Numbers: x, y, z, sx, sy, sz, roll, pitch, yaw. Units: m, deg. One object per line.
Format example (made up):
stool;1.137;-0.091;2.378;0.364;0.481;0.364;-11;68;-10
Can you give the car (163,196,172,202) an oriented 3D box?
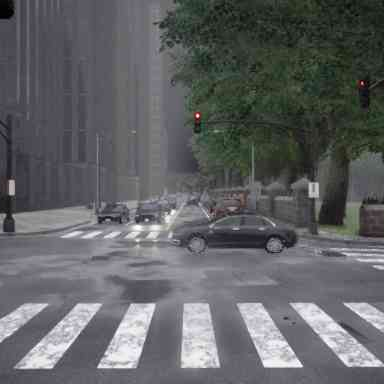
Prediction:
car;-5.842;1.620;79.662;1.887;1.381;4.507;0;0;0

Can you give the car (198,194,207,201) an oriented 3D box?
car;2.677;1.399;85.131;2.192;1.841;5.009;0;0;0

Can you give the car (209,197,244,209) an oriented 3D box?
car;2.739;1.326;25.109;2.192;1.841;5.009;0;0;0

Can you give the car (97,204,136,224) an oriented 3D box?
car;-5.787;1.576;25.091;1.947;1.339;4.313;0;0;0

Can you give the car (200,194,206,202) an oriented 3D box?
car;2.711;1.481;52.392;1.967;1.590;4.097;0;0;0

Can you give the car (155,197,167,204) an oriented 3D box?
car;-5.825;1.635;63.291;1.802;1.307;4.206;0;0;0

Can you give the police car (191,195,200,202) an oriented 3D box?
police car;0.825;1.495;75.873;1.930;1.638;5.238;0;0;0

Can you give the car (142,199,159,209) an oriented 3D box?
car;-5.809;1.616;46.919;1.802;1.307;4.206;0;0;0

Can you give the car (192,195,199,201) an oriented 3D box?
car;0.814;1.591;85.763;1.837;1.490;4.892;0;0;0

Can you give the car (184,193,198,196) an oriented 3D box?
car;0.025;1.407;65.015;2.097;1.767;4.553;0;0;0

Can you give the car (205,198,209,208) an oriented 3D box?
car;2.727;1.588;36.022;1.947;1.339;4.313;0;0;0

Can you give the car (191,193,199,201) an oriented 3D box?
car;0.809;1.319;91.794;2.150;2.045;5.566;0;0;0

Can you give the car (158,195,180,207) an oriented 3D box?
car;-3.135;1.524;45.514;2.128;1.511;4.902;0;0;0

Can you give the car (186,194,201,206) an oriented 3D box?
car;0.045;1.569;55.252;1.812;1.442;4.674;0;0;0

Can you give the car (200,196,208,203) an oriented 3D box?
car;2.688;1.592;74.387;1.752;1.417;4.829;0;0;0

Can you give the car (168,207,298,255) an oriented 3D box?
car;1.660;1.565;13.171;4.892;1.490;1.837;1;0;0

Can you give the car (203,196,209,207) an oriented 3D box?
car;2.722;1.579;41.478;2.008;1.369;4.403;0;0;0

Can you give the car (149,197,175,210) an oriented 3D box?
car;-3.121;1.547;35.247;1.812;1.442;4.674;0;0;0

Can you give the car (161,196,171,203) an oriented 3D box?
car;-5.837;1.611;74.204;1.887;1.381;4.507;0;0;0

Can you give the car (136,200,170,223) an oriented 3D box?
car;-3.126;1.559;25.610;2.033;1.411;5.357;0;0;0

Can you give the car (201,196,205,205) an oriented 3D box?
car;2.716;1.585;46.935;2.008;1.369;4.403;0;0;0

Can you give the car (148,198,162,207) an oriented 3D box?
car;-5.814;1.622;52.376;1.802;1.307;4.206;0;0;0
